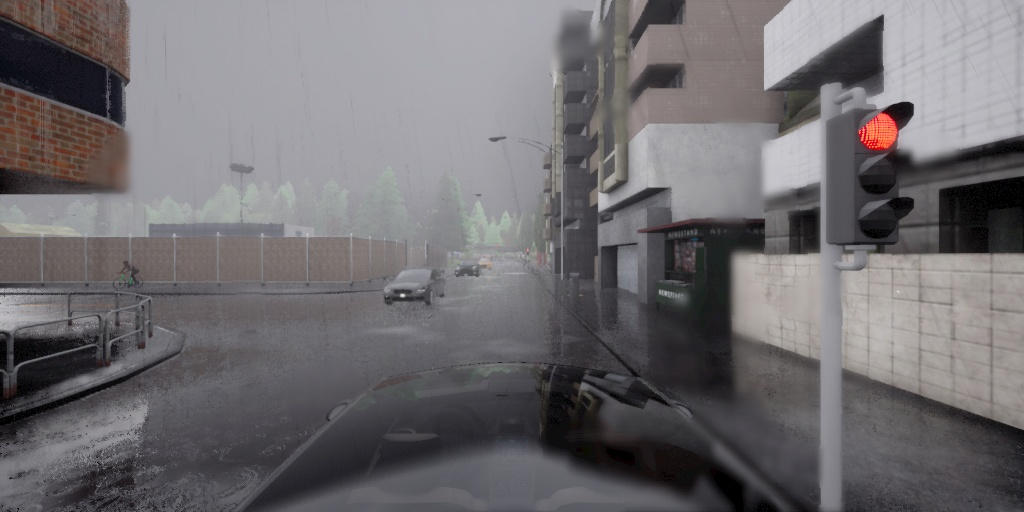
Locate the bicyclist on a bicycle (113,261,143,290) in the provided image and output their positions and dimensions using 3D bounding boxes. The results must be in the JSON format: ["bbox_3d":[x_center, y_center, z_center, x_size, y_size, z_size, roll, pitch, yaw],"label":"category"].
[{"bbox_3d":[-22.184,1.099,20.738,0.582,1.620,1.656,0,0,0],"label":"bicyclist on a bicycle"}]

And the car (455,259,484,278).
[{"bbox_3d":[-4.116,1.102,34.285,2.097,1.767,4.553,0,0,0],"label":"car"}]

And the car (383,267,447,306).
[{"bbox_3d":[-4.108,1.257,15.892,1.837,1.490,4.892,0,-1,0],"label":"car"}]

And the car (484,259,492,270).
[{"bbox_3d":[-4.034,1.231,53.246,1.882,1.535,5.008,0,0,0],"label":"car"}]
